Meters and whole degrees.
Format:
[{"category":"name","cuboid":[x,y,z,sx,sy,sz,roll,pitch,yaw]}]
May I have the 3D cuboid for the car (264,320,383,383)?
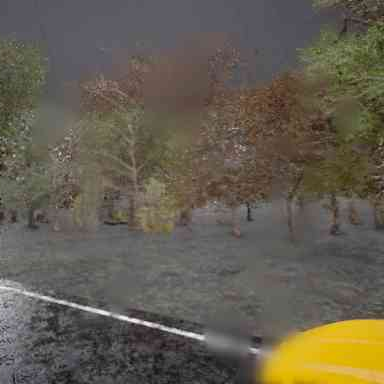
[{"category":"car","cuboid":[2.812,1.412,1.699,5.008,1.535,1.882,-3,-2,35]}]
